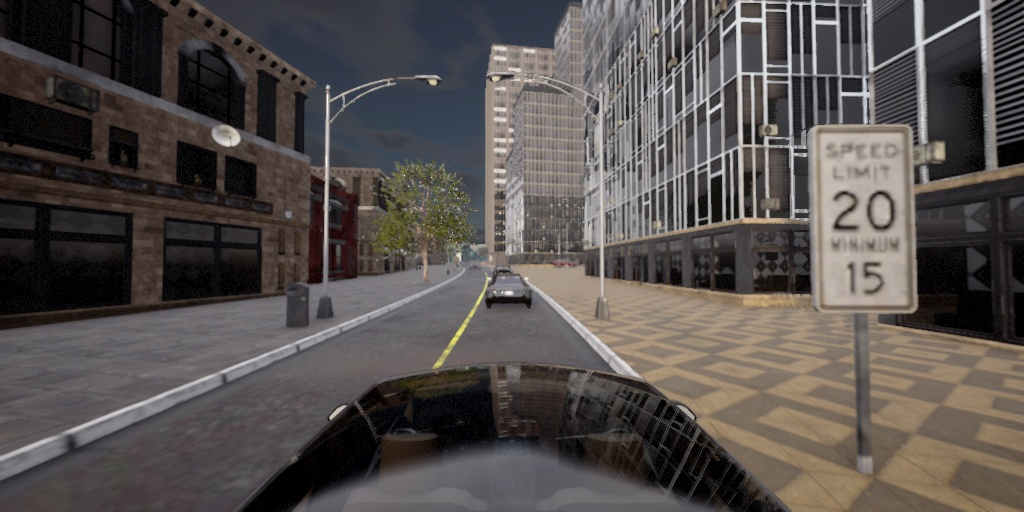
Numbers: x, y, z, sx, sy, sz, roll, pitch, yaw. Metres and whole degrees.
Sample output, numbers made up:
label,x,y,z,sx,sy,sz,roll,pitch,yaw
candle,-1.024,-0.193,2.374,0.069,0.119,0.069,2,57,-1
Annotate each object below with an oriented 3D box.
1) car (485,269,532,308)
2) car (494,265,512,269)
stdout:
label,x,y,z,sx,sy,sz,roll,pitch,yaw
car,-0.172,1.453,16.207,1.994,1.385,4.181,0,0,-1
car,-0.801,1.539,31.226,1.837,1.490,4.892,0,0,-3
